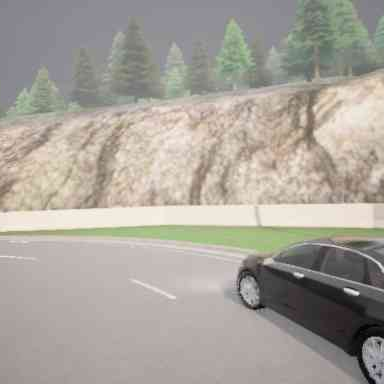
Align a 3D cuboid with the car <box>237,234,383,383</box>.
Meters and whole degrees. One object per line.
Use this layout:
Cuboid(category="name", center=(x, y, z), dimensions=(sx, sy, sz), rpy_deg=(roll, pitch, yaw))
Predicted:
Cuboid(category="car", center=(2.403, 1.420, 5.139), dimensions=(1.837, 1.490, 4.892), rpy_deg=(0, -1, -19))
